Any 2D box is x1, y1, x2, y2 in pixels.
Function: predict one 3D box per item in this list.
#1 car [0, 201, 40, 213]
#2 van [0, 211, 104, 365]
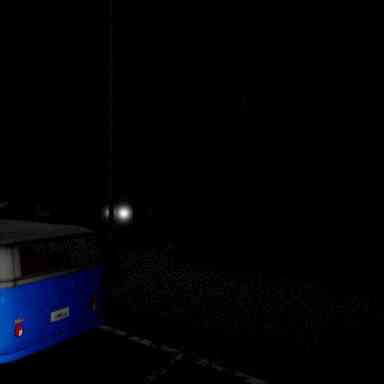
[{"bbox_3d":[-15.416,1.517,28.506,1.812,1.442,4.674,0,0,32],"label":"car"},{"bbox_3d":[-3.203,1.341,5.361,3.998,1.788,1.690,0,0,36],"label":"van"}]
